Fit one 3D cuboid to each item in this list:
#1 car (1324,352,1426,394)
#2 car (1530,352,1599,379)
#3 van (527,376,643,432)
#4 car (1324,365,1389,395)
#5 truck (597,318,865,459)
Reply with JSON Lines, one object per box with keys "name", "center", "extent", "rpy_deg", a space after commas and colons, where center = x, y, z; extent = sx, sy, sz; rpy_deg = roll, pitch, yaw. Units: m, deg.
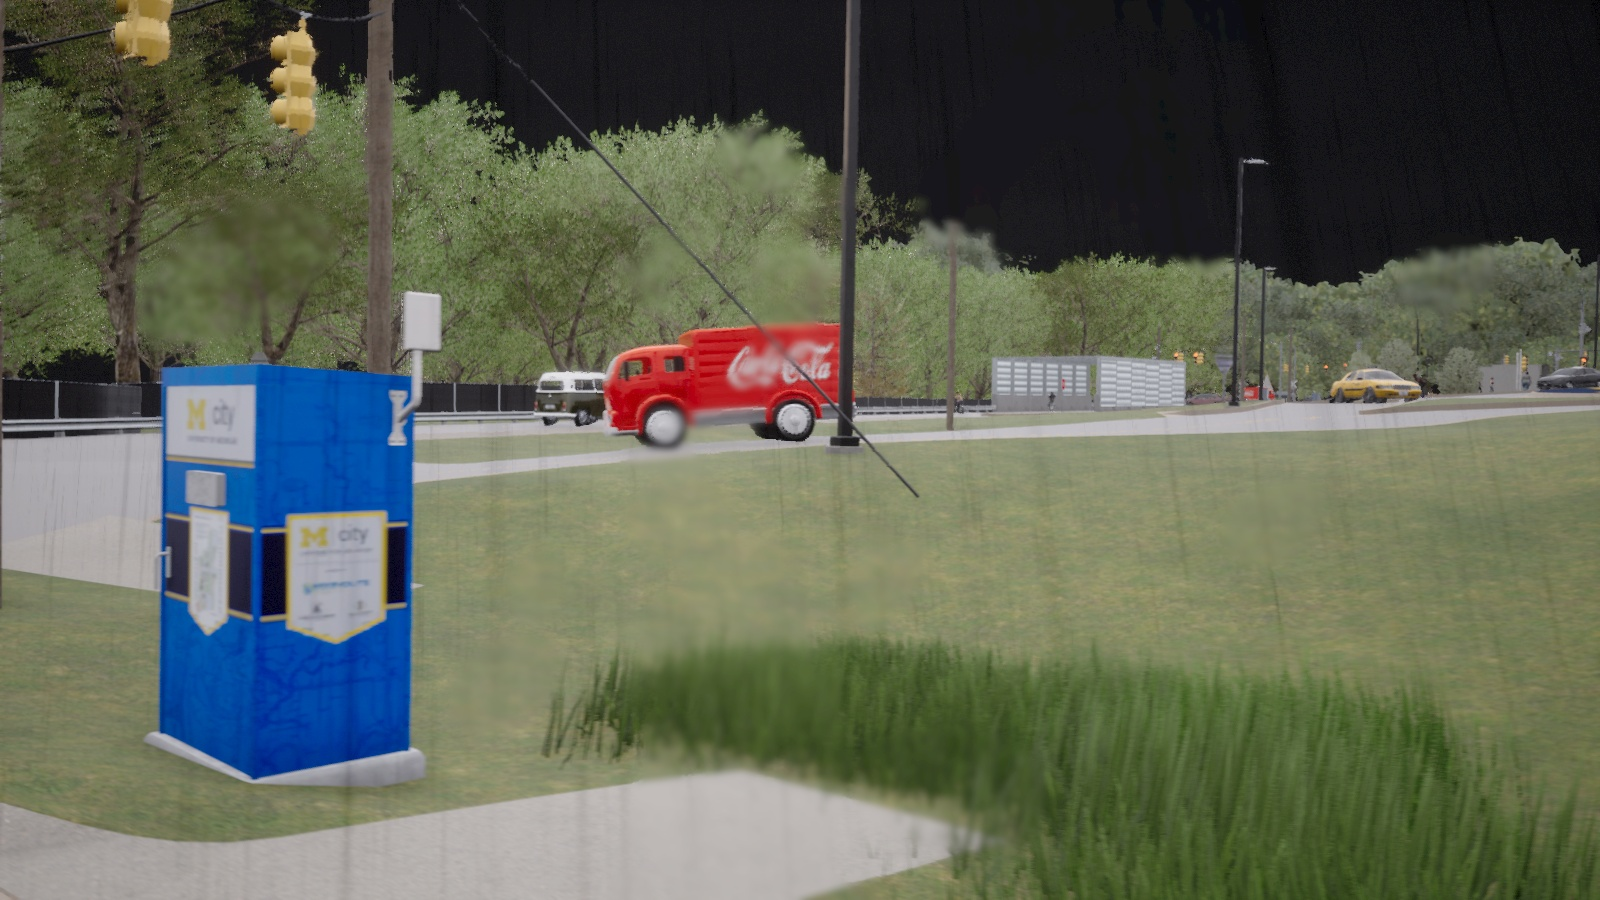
{"name": "car", "center": [23.274, -3.080, 51.086], "extent": [1.801, 1.575, 5.366], "rpy_deg": [0, 2, 2]}
{"name": "car", "center": [48.590, -5.337, 79.267], "extent": [4.892, 1.490, 1.837], "rpy_deg": [-4, 3, -24]}
{"name": "van", "center": [-8.238, -1.812, 48.493], "extent": [2.069, 2.038, 4.480], "rpy_deg": [1, 3, 28]}
{"name": "car", "center": [28.021, -3.507, 63.161], "extent": [1.812, 1.442, 4.674], "rpy_deg": [1, 3, 40]}
{"name": "truck", "center": [-1.560, -1.329, 27.041], "extent": [5.204, 2.467, 2.627], "rpy_deg": [-5, 3, -13]}
